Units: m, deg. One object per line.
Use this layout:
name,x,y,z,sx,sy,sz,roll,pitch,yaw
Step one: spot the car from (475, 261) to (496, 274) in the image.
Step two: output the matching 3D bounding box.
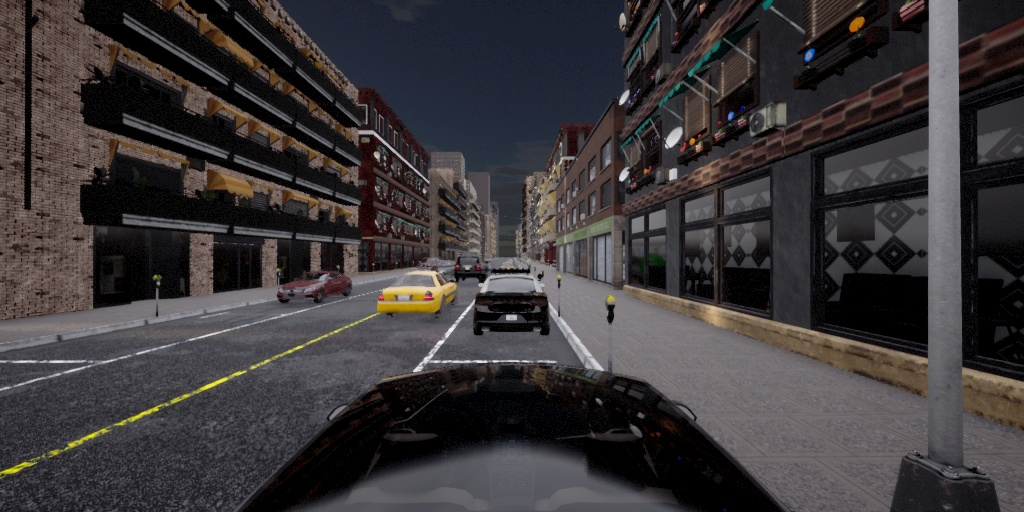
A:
car,-3.061,1.297,42.643,2.033,1.411,5.357,0,0,0

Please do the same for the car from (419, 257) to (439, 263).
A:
car,-8.837,1.064,39.007,2.192,1.841,5.009,0,0,0

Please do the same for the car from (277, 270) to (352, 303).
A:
car,-8.837,1.333,16.462,1.802,1.307,4.207,0,0,0

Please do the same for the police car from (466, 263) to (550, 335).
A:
police car,-0.011,1.175,10.609,1.930,1.638,5.238,0,0,0

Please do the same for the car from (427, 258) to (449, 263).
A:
car,-6.239,1.241,34.101,2.128,1.511,4.902,0,0,0

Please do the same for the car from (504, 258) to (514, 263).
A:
car,-0.456,1.275,39.173,1.751,1.417,4.829,0,0,0

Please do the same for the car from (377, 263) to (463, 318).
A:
car,-3.147,1.206,12.990,1.801,1.575,5.366,0,0,0

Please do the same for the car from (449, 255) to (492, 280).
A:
car,-3.067,0.971,27.839,2.150,2.045,5.566,0,0,1
